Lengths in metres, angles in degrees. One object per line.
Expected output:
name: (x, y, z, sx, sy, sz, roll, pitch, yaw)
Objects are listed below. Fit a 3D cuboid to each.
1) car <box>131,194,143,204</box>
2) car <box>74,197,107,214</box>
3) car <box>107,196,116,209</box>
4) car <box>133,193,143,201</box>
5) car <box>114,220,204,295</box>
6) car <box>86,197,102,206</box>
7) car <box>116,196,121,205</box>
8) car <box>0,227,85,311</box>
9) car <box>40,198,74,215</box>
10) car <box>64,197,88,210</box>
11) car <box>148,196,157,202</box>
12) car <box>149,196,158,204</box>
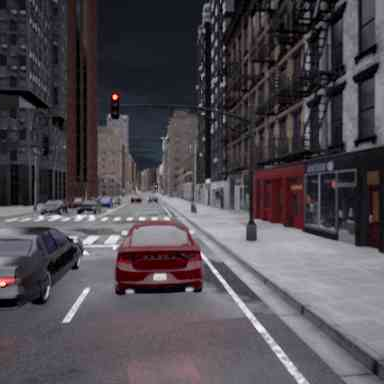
car: (-10.914, 1.478, 64.941, 1.882, 1.535, 5.008, 0, 0, -7)
car: (-10.715, 1.543, 35.157, 2.033, 1.411, 5.357, 0, 0, -7)
car: (-11.941, 1.475, 45.536, 1.882, 1.535, 5.008, 0, 0, -7)
car: (-12.150, 1.188, 75.257, 2.097, 1.767, 4.553, 0, 0, -7)
car: (-0.880, 1.474, 8.826, 1.882, 1.535, 5.008, 0, 0, -6)
car: (-16.451, 1.600, 56.048, 1.895, 1.301, 4.718, 0, 0, -6)
car: (-13.324, 1.491, 57.315, 2.128, 1.511, 4.902, 0, 0, -6)
car: (-3.980, 1.543, 7.935, 2.033, 1.411, 5.357, 0, 0, -7)
car: (-13.823, 1.500, 33.799, 1.837, 1.490, 4.892, 0, 0, -7)
car: (-14.935, 1.475, 43.171, 1.882, 1.535, 5.008, 0, 0, -7)
car: (-8.926, 1.540, 75.667, 2.033, 1.411, 5.357, 0, 0, -7)
car: (-7.592, 1.505, 65.374, 1.837, 1.490, 4.892, 0, 0, -7)
